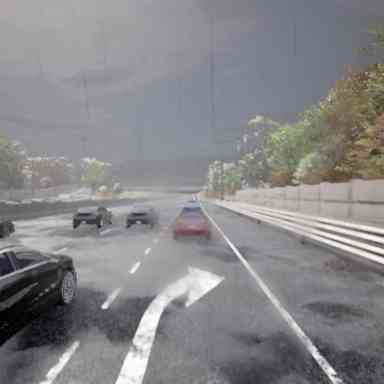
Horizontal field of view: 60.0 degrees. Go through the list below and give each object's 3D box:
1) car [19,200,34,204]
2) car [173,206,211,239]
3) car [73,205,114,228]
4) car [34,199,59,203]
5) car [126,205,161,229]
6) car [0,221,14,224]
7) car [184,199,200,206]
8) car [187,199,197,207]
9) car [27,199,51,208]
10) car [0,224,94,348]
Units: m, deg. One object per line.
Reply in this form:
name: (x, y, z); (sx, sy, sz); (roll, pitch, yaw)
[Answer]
car: (-24.522, 1.941, 49.598); (1.882, 1.535, 5.008); (0, 0, 1)
car: (0.001, 1.719, 18.445); (1.994, 1.385, 4.181); (0, -1, 0)
car: (-6.898, 1.706, 23.574); (1.837, 1.490, 4.892); (0, -1, 0)
car: (-21.022, 1.941, 49.597); (1.882, 1.535, 5.008); (0, 0, 1)
car: (-3.398, 1.706, 23.572); (1.837, 1.490, 4.892); (0, -1, 0)
car: (-10.397, 1.676, 15.409); (2.033, 1.411, 5.357); (0, 0, 0)
car: (0.002, 1.766, 32.767); (1.882, 1.535, 5.008); (0, -1, 0)
car: (0.001, 2.119, 63.422); (1.837, 1.490, 4.892); (0, -1, 0)
car: (-28.002, 2.108, 61.232); (2.128, 1.511, 4.902); (0, -1, 0)
car: (-3.399, 1.535, 5.268); (2.128, 1.511, 4.902); (0, 0, 0)
